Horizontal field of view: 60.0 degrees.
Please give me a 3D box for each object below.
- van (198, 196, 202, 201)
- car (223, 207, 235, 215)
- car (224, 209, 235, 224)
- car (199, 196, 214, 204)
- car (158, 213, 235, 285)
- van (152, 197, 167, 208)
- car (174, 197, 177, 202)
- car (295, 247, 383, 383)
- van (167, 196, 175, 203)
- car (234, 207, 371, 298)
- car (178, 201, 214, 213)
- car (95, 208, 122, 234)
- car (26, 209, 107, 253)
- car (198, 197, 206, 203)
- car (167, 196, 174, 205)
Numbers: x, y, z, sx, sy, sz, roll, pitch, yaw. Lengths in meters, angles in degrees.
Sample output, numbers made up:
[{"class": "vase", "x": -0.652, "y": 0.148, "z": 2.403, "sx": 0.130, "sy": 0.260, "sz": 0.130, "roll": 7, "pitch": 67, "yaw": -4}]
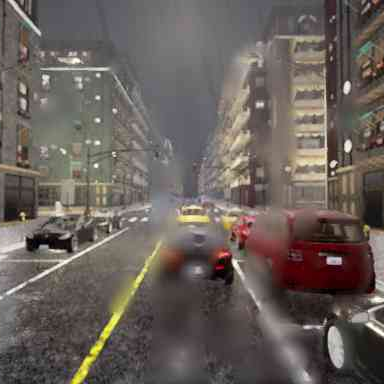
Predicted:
[{"class": "van", "x": 2.569, "y": 1.666, "z": 63.331, "sx": 1.690, "sy": 1.788, "sz": 3.998, "roll": 1, "pitch": 0, "yaw": 0}, {"class": "car", "x": 2.581, "y": 1.606, "z": 19.944, "sx": 1.752, "sy": 1.417, "sz": 4.829, "roll": 2, "pitch": 0, "yaw": 0}, {"class": "car", "x": 2.581, "y": 1.637, "z": 14.109, "sx": 1.802, "sy": 1.307, "sz": 4.206, "roll": 2, "pitch": 0, "yaw": 0}, {"class": "car", "x": 2.568, "y": 1.799, "z": 52.257, "sx": 1.887, "sy": 1.381, "sz": 4.507, "roll": 1, "pitch": 0, "yaw": 0}, {"class": "car", "x": 0.097, "y": 1.562, "z": 9.516, "sx": 1.812, "sy": 1.442, "sz": 4.674, "roll": 0, "pitch": 0, "yaw": 0}, {"class": "van", "x": -5.305, "y": 1.597, "z": 52.350, "sx": 1.690, "sy": 1.788, "sz": 3.998, "roll": 2, "pitch": 0, "yaw": 0}, {"class": "car", "x": -5.322, "y": 2.010, "z": 80.025, "sx": 1.947, "sy": 1.339, "sz": 4.313, "roll": 2, "pitch": 0, "yaw": 0}, {"class": "car", "x": 2.586, "y": 1.562, "z": 2.780, "sx": 2.008, "sy": 1.369, "sz": 4.403, "roll": 2, "pitch": 0, "yaw": 0}, {"class": "van", "x": -5.318, "y": 1.829, "z": 85.560, "sx": 1.690, "sy": 1.788, "sz": 3.998, "roll": 2, "pitch": 0, "yaw": 0}, {"class": "car", "x": 2.591, "y": 1.347, "z": 8.446, "sx": 2.192, "sy": 1.841, "sz": 5.009, "roll": 2, "pitch": 0, "yaw": 0}, {"class": "car", "x": 0.094, "y": 1.537, "z": 19.978, "sx": 1.801, "sy": 1.575, "sz": 5.366, "roll": 0, "pitch": 0, "yaw": 0}, {"class": "car", "x": -5.300, "y": 1.631, "z": 19.777, "sx": 2.008, "sy": 1.369, "sz": 4.403, "roll": 2, "pitch": 0, "yaw": 0}, {"class": "car", "x": -5.298, "y": 1.621, "z": 14.112, "sx": 1.947, "sy": 1.339, "sz": 4.313, "roll": 2, "pitch": 0, "yaw": 0}, {"class": "car", "x": 2.555, "y": 2.052, "z": 85.473, "sx": 1.947, "sy": 1.339, "sz": 4.313, "roll": 1, "pitch": 0, "yaw": 0}, {"class": "car", "x": -5.318, "y": 1.914, "z": 68.952, "sx": 2.008, "sy": 1.369, "sz": 4.403, "roll": 2, "pitch": 0, "yaw": 0}]
